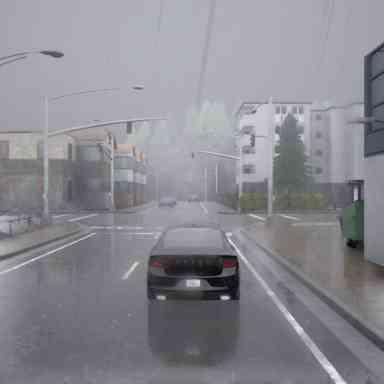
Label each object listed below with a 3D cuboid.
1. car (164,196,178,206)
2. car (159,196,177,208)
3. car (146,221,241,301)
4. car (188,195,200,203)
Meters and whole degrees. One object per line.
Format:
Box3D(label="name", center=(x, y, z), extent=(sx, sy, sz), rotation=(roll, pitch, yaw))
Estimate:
Box3D(label="car", center=(-3.595, 1.491, 57.731), extent=(2.128, 1.511, 4.902), rotation=(0, 0, 0))
Box3D(label="car", center=(-3.612, 1.477, 47.380), extent=(1.882, 1.535, 5.008), rotation=(0, 0, 0))
Box3D(label="car", center=(0.047, 1.478, 8.413), extent=(1.882, 1.535, 5.008), rotation=(0, 0, 1))
Box3D(label="car", center=(0.466, 1.353, 69.686), extent=(2.097, 1.767, 4.553), rotation=(0, 0, 7))
